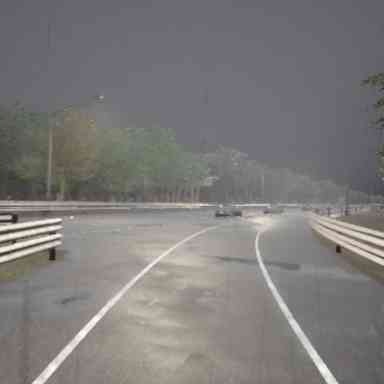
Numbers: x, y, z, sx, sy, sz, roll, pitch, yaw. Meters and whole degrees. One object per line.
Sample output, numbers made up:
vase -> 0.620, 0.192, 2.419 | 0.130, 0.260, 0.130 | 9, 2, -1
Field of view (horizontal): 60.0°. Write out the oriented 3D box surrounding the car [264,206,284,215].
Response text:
car -> 12.781, 2.798, 51.676 | 1.994, 1.385, 4.181 | 1, -1, 32

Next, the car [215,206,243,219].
car -> 4.292, 2.273, 38.122 | 1.994, 1.385, 4.181 | 1, -1, 32

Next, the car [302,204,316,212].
car -> 25.308, 3.366, 71.684 | 2.097, 1.767, 4.553 | 1, -1, 32
